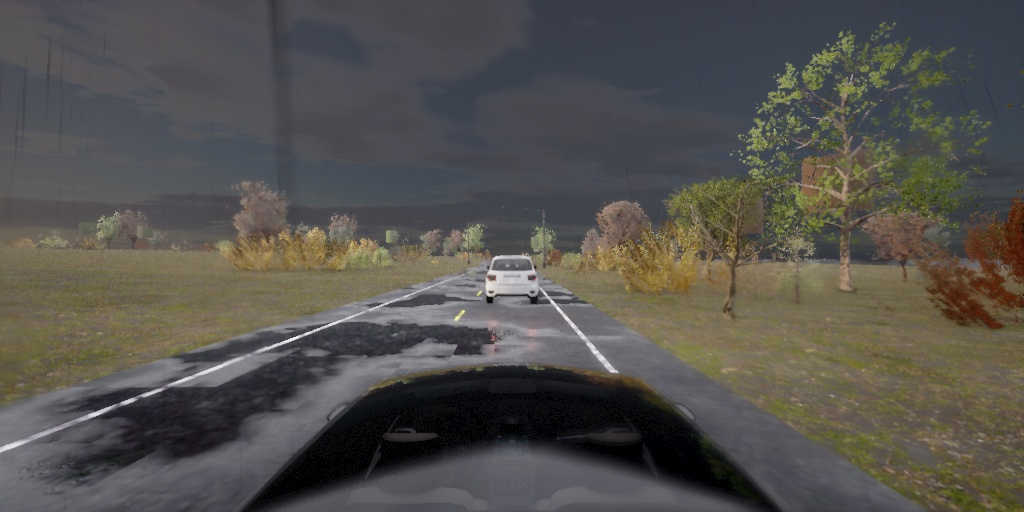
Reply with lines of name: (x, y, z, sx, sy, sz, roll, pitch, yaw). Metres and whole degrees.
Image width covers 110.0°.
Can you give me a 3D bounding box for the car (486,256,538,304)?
car: (0.000, 1.010, 16.531, 2.150, 2.045, 5.566, 0, 0, 0)
